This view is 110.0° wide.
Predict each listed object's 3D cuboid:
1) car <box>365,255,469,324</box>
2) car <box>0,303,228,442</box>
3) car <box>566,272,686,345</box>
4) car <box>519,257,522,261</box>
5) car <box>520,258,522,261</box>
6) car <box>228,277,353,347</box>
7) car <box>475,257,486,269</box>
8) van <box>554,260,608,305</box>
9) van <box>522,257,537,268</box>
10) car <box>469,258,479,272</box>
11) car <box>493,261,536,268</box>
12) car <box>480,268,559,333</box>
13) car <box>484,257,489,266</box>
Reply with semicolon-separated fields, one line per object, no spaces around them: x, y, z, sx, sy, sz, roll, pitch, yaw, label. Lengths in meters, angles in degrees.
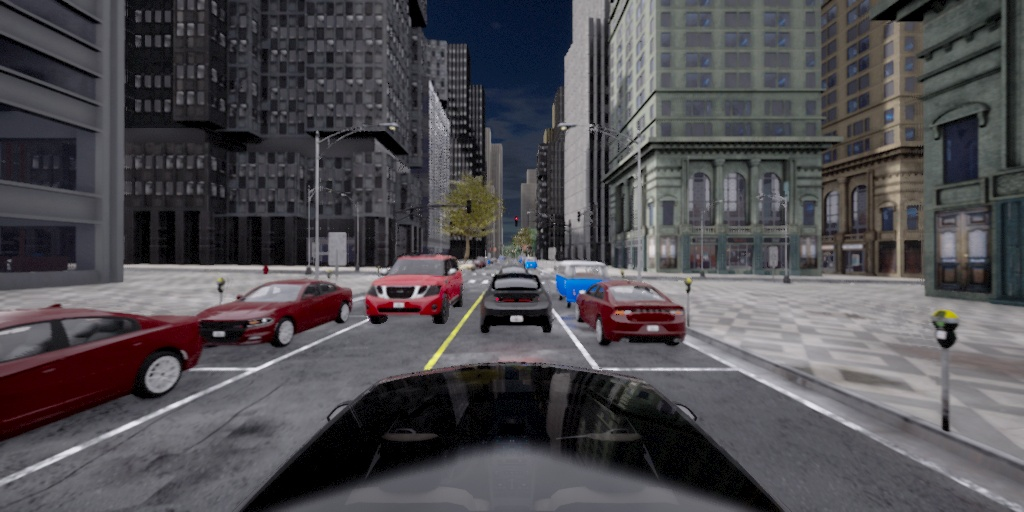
-3.010;0.973;12.357;2.150;2.045;5.566;0;0;0;car
-5.778;1.294;3.793;1.888;1.381;4.507;0;0;0;car
2.777;1.292;9.299;1.888;1.381;4.507;0;0;0;car
2.771;1.304;63.634;1.888;1.381;4.507;0;0;0;car
2.771;1.321;58.221;1.948;1.339;4.313;0;0;0;car
-5.778;1.292;9.318;1.888;1.381;4.507;0;0;0;car
-5.754;1.301;57.991;1.888;1.381;4.507;0;0;0;car
2.779;1.087;14.824;1.690;1.789;3.998;0;0;0;van
2.770;1.093;52.808;1.690;1.789;3.998;0;0;0;van
-5.762;1.276;47.241;1.751;1.417;4.829;0;0;0;car
0.098;1.223;19.946;1.882;1.535;5.008;0;0;0;car
0.103;1.249;10.774;1.837;1.490;4.892;0;-1;0;car
-5.754;1.073;63.280;2.192;1.841;5.009;0;0;0;car
